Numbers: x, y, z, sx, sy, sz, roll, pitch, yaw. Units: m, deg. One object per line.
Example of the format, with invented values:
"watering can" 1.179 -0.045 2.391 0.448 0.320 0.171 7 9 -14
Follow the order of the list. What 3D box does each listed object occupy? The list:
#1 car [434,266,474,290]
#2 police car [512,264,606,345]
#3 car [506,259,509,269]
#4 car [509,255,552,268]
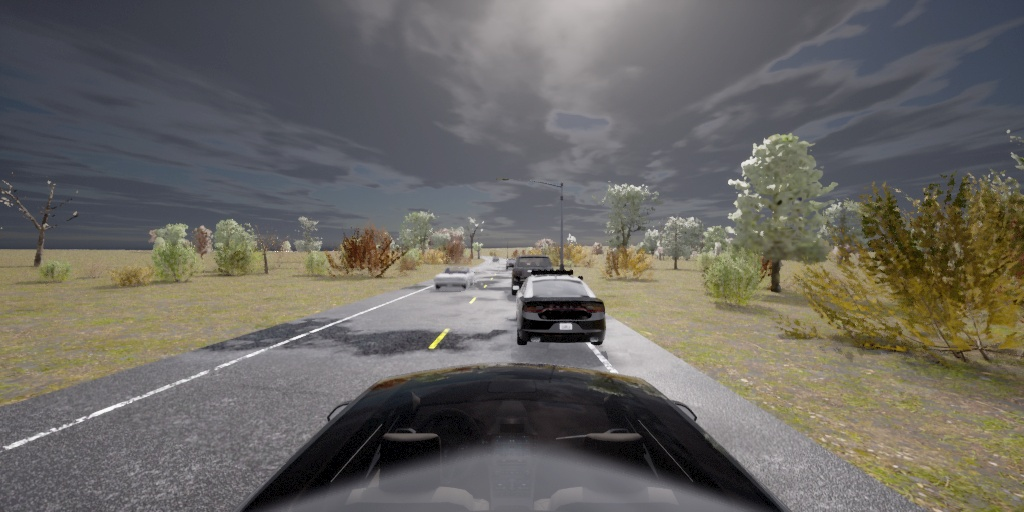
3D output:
"car" -3.493 1.330 22.291 1.895 1.301 4.718 0 0 0
"police car" 1.053 1.170 9.592 1.930 1.638 5.238 0 0 0
"car" 0.075 1.209 52.231 2.033 1.411 5.357 0 0 1
"car" 1.057 0.957 19.512 2.150 2.045 5.566 0 0 0
